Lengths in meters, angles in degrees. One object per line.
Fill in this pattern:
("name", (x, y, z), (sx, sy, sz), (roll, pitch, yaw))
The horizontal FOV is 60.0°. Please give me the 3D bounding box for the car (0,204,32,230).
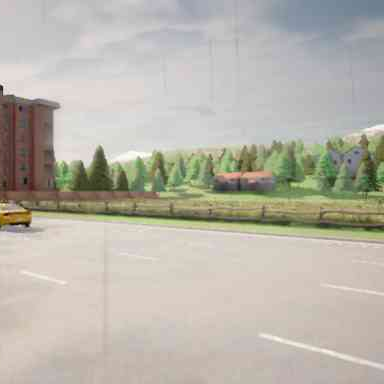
("car", (-12.269, 1.516, 21.333), (5.008, 1.535, 1.882), (-1, 0, 35))
